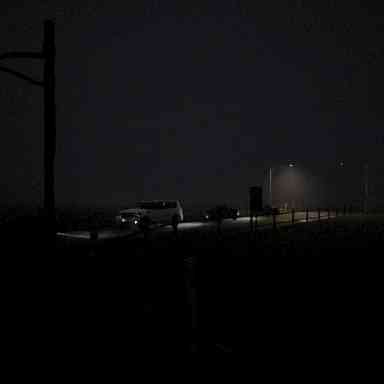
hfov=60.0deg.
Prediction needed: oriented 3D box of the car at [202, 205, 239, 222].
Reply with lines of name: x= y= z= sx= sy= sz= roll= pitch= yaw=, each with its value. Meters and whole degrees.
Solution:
car: x=2.841 y=2.066 z=32.552 sx=2.128 sy=1.511 sz=4.902 roll=0 pitch=-1 yaw=36

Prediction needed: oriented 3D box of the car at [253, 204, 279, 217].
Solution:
car: x=9.225 y=2.277 z=41.265 sx=2.128 sy=1.511 sz=4.902 roll=0 pitch=-1 yaw=36

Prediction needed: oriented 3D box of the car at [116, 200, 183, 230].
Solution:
car: x=-2.973 y=1.606 z=24.612 sx=2.150 sy=2.045 sz=5.566 roll=0 pitch=-1 yaw=36
